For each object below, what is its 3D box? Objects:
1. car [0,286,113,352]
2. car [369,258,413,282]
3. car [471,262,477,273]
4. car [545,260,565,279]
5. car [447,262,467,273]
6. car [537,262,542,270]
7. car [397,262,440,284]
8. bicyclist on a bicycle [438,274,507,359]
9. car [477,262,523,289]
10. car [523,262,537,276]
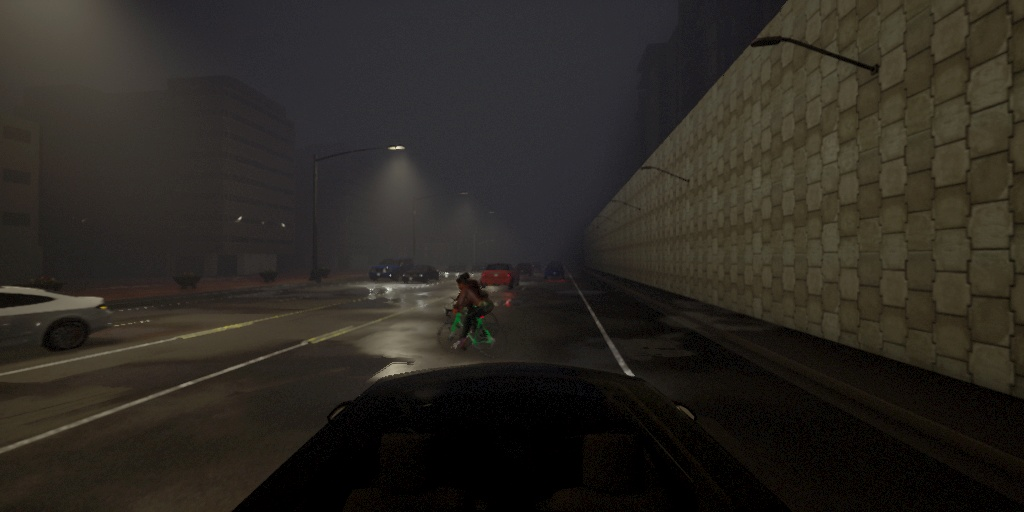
[{"bbox_3d":[-10.528,1.299,6.511,1.812,1.442,4.674,0,0,10],"label":"car"},{"bbox_3d":[-10.545,1.158,32.039,2.150,2.045,5.566,0,0,8],"label":"car"},{"bbox_3d":[-4.428,1.545,50.705,1.882,1.535,5.008,0,-1,8],"label":"car"},{"bbox_3d":[4.259,1.449,35.634,1.882,1.535,5.008,0,-1,8],"label":"car"},{"bbox_3d":[-7.870,1.569,51.349,1.882,1.535,5.008,0,0,8],"label":"car"},{"bbox_3d":[4.060,1.679,60.658,2.033,1.411,5.357,0,0,8],"label":"car"},{"bbox_3d":[-7.358,1.449,29.461,1.812,1.442,4.674,0,0,8],"label":"car"},{"bbox_3d":[-0.848,1.240,7.259,1.656,1.620,0.582,-3,-1,26],"label":"bicyclist on a bicycle"},{"bbox_3d":[-0.729,1.249,24.654,2.097,1.767,4.553,0,0,7],"label":"car"},{"bbox_3d":[1.455,1.483,41.257,1.882,1.535,5.008,0,0,8],"label":"car"}]
